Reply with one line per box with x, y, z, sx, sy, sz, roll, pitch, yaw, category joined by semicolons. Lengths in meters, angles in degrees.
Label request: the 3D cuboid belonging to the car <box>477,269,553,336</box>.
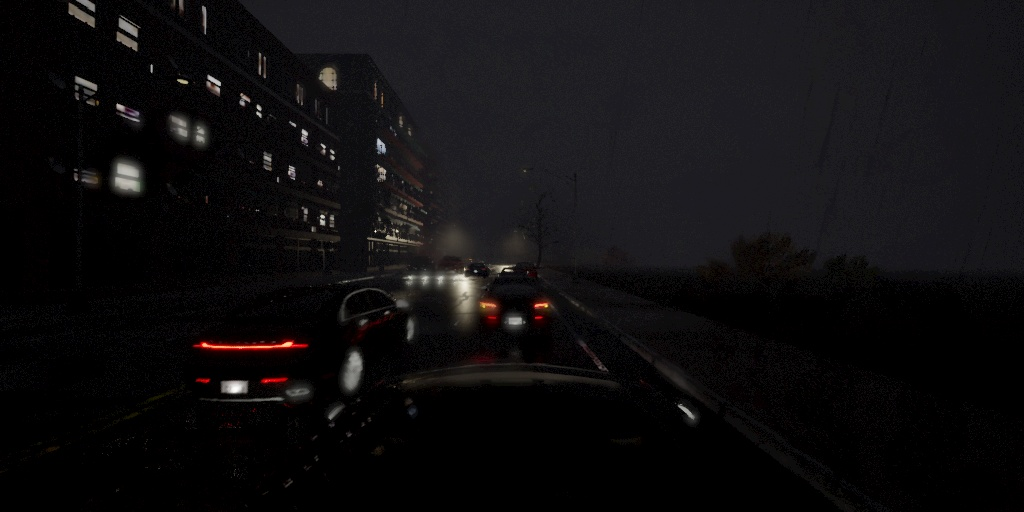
0.072;1.277;10.239;1.812;1.442;4.674;0;0;0;car

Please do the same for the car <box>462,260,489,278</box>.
-3.225;1.315;33.803;1.994;1.385;4.181;0;0;0;car

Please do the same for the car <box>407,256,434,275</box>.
-9.940;0.972;39.863;2.150;2.045;5.566;0;0;0;car

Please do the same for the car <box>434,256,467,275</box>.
-6.689;0.973;39.486;2.150;2.045;5.566;0;0;0;car

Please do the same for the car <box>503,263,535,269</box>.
0.057;1.316;20.407;1.994;1.385;4.181;0;0;0;car

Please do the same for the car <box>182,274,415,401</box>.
-3.163;1.254;6.503;1.837;1.490;4.892;0;0;0;car

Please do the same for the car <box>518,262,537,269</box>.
1.071;1.230;29.935;1.882;1.535;5.008;0;0;0;car
